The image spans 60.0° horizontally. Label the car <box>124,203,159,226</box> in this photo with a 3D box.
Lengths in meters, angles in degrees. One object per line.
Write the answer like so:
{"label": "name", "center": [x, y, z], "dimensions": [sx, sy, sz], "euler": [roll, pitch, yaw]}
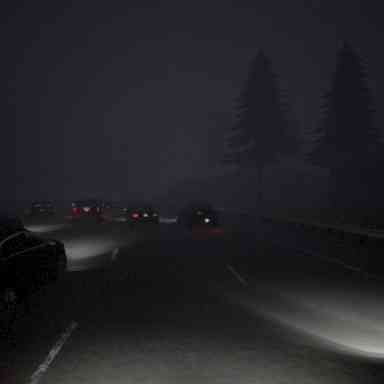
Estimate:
{"label": "car", "center": [-3.545, 1.465, 22.852], "dimensions": [2.033, 1.411, 5.357], "euler": [0, 0, -16]}

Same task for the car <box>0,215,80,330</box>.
{"label": "car", "center": [-4.023, 1.475, 6.729], "dimensions": [2.128, 1.511, 4.902], "euler": [0, 0, -5]}

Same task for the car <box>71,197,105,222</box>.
{"label": "car", "center": [-8.071, 1.271, 25.441], "dimensions": [2.097, 1.767, 4.553], "euler": [0, 0, -18]}

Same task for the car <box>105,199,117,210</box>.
{"label": "car", "center": [-10.529, 1.469, 39.758], "dimensions": [1.895, 1.301, 4.718], "euler": [0, 0, -28]}

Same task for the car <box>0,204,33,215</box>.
{"label": "car", "center": [-8.515, 1.459, 13.645], "dimensions": [2.128, 1.511, 4.902], "euler": [0, 0, -10]}

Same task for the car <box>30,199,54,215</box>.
{"label": "car", "center": [-14.332, 1.402, 31.808], "dimensions": [2.128, 1.511, 4.902], "euler": [0, 0, -24]}

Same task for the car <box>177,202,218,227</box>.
{"label": "car", "center": [0.284, 1.415, 22.035], "dimensions": [1.837, 1.490, 4.892], "euler": [0, 0, -14]}
